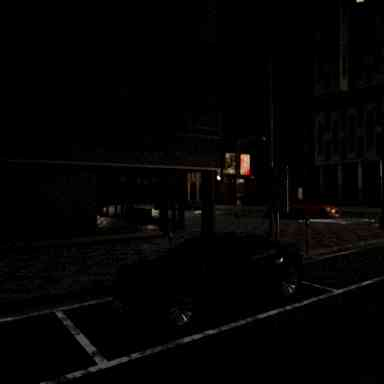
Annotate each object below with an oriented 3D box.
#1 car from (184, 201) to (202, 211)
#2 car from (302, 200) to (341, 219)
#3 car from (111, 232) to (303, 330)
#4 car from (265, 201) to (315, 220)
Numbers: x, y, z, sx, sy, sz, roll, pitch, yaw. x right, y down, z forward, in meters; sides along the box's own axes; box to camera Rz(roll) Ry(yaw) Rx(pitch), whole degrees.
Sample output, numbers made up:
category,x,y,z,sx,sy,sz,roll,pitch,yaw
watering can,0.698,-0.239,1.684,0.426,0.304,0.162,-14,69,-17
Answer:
category,x,y,z,sx,sy,sz,roll,pitch,yaw
car,0.058,2.072,48.547,1.994,1.385,4.181,0,-1,-36
car,11.889,1.587,32.106,2.097,1.767,4.553,0,-1,-36
car,0.520,1.565,6.929,4.313,1.339,1.947,0,0,-36
car,8.769,1.828,30.874,1.994,1.385,4.181,0,-1,-36
